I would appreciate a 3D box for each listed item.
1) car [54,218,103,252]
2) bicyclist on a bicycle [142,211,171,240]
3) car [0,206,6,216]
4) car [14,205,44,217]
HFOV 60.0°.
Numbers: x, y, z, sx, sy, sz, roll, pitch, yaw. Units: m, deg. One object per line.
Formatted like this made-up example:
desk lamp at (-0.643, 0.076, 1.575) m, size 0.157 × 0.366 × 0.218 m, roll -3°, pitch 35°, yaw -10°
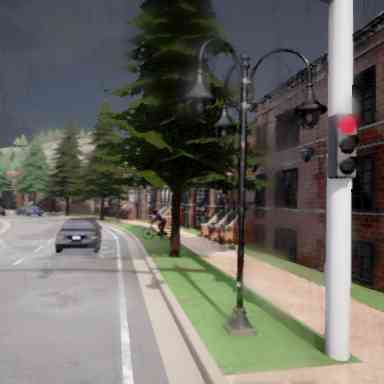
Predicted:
car at (-5.246, 1.931, 15.699) m, size 2.033 × 1.411 × 5.357 m, roll 2°, pitch -2°, yaw -14°
bicyclist on a bicycle at (-1.941, 1.863, 18.538) m, size 1.656 × 1.620 × 0.582 m, roll 2°, pitch -2°, yaw -14°
car at (-24.887, 2.270, 41.472) m, size 4.181 × 1.385 × 1.994 m, roll 0°, pitch -2°, yaw 40°
car at (-20.973, 2.396, 42.759) m, size 5.357 × 1.411 × 2.033 m, roll 0°, pitch -2°, yaw 42°
